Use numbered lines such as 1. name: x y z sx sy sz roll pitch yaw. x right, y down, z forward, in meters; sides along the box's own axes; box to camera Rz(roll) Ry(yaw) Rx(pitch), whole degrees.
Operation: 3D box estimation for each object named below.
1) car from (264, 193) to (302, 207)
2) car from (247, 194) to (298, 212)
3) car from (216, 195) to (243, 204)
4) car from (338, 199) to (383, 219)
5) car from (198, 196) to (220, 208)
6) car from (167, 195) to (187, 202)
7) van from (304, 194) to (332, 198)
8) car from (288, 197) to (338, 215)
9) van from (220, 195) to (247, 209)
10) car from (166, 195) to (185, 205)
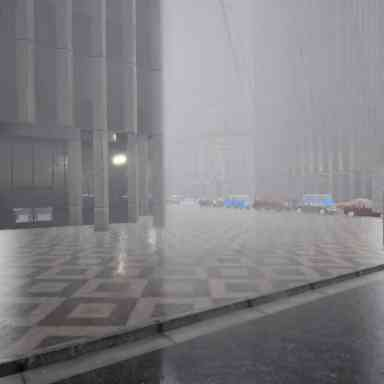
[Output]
1. car: 12.845 1.130 47.334 2.192 1.841 5.009 -1 1 -36
2. car: 9.110 1.291 37.890 2.192 1.841 5.009 -1 1 -36
3. car: 6.326 1.297 56.466 1.752 1.417 4.829 -1 1 -36
4. car: 15.538 1.567 28.903 1.887 1.381 4.507 -1 1 -36
5. car: 2.685 1.372 46.881 1.967 1.590 4.097 -1 1 -36
6. car: -3.208 1.258 69.815 2.008 1.369 4.403 -1 1 -36
7. van: 16.057 1.179 42.838 1.690 1.788 3.998 -1 1 -36
8. car: 12.325 1.549 33.398 2.008 1.369 4.403 -1 1 -36
9. van: 5.897 1.294 42.386 1.690 1.788 3.998 -1 1 -36
10. car: -3.741 1.439 55.873 2.008 1.369 4.403 -1 1 -36
